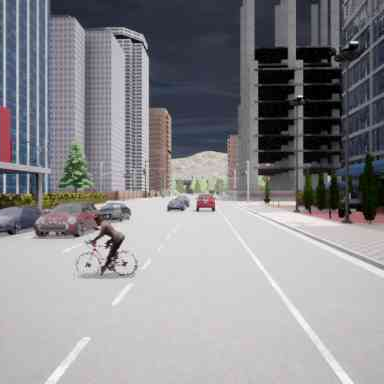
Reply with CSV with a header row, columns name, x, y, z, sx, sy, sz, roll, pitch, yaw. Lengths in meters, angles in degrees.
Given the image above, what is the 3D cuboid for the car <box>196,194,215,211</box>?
name,x,y,z,sx,sy,sz,roll,pitch,yaw
car,1.631,1.221,39.911,2.150,2.045,5.566,0,0,2

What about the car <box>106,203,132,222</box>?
name,x,y,z,sx,sy,sz,roll,pitch,yaw
car,-6.037,1.572,25.948,1.994,1.385,4.181,0,0,2

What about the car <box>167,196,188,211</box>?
name,x,y,z,sx,sy,sz,roll,pitch,yaw
car,-1.858,1.564,40.291,1.994,1.385,4.181,0,0,2

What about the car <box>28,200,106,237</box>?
name,x,y,z,sx,sy,sz,roll,pitch,yaw
car,-6.458,1.351,17.836,2.097,1.767,4.553,0,0,2

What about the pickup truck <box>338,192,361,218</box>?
name,x,y,z,sx,sy,sz,roll,pitch,yaw
pickup truck,14.200,1.059,28.443,2.390,2.098,6.274,0,0,33

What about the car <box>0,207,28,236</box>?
name,x,y,z,sx,sy,sz,roll,pitch,yaw
car,-9.921,1.547,18.821,2.033,1.411,5.357,0,0,2

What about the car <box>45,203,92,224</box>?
name,x,y,z,sx,sy,sz,roll,pitch,yaw
car,-9.534,1.593,26.088,1.994,1.385,4.181,0,0,2

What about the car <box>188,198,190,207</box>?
name,x,y,z,sx,sy,sz,roll,pitch,yaw
car,-1.463,1.352,50.282,2.097,1.767,4.553,0,0,2

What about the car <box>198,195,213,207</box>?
name,x,y,z,sx,sy,sz,roll,pitch,yaw
car,2.046,1.352,50.475,2.097,1.767,4.553,0,0,2

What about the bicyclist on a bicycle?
name,x,y,z,sx,sy,sz,roll,pitch,yaw
bicyclist on a bicycle,-2.277,1.455,8.783,1.656,1.620,0.582,-2,0,2
